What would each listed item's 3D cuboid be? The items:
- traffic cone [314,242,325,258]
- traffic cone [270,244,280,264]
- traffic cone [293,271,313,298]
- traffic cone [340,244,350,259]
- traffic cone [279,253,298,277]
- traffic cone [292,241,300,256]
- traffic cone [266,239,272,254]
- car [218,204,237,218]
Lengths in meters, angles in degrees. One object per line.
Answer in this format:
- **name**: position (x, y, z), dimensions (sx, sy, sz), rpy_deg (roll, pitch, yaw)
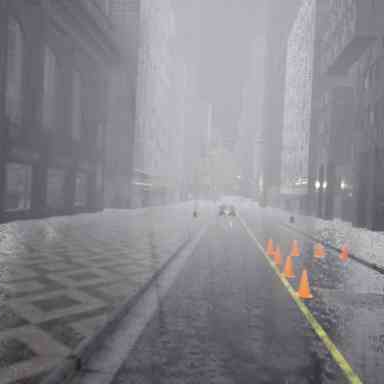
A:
- **traffic cone**: position (5.288, 2.379, 13.750), dimensions (0.340, 0.580, 0.340), rpy_deg (3, -1, 6)
- **traffic cone**: position (3.099, 2.250, 11.964), dimensions (0.340, 0.580, 0.340), rpy_deg (3, -1, 6)
- **traffic cone**: position (2.695, 2.184, 7.985), dimensions (0.340, 0.580, 0.340), rpy_deg (3, -1, 6)
- **traffic cone**: position (6.281, 2.426, 13.648), dimensions (0.340, 0.580, 0.340), rpy_deg (3, -1, 6)
- **traffic cone**: position (2.897, 2.217, 9.974), dimensions (0.340, 0.580, 0.340), rpy_deg (3, -1, 6)
- **traffic cone**: position (4.294, 2.331, 13.852), dimensions (0.340, 0.580, 0.340), rpy_deg (3, -1, 6)
- **traffic cone**: position (3.301, 2.283, 13.953), dimensions (0.340, 0.580, 0.340), rpy_deg (3, -1, 6)
- **car**: position (4.162, 2.145, 39.289), dimensions (2.128, 1.511, 4.902), rpy_deg (3, -1, 6)
